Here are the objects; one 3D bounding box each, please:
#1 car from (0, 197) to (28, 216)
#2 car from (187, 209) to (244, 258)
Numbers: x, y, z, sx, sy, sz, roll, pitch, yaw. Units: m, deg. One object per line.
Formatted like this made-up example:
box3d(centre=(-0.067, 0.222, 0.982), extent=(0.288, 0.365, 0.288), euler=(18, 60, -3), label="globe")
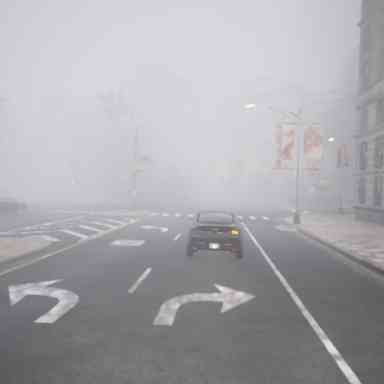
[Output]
box3d(centre=(-13.368, 1.045, 22.628), extent=(1.895, 1.301, 4.718), euler=(2, 1, 4), label="car")
box3d(centre=(0.875, 1.399, 12.478), extent=(1.837, 1.490, 4.892), euler=(2, 0, 4), label="car")
